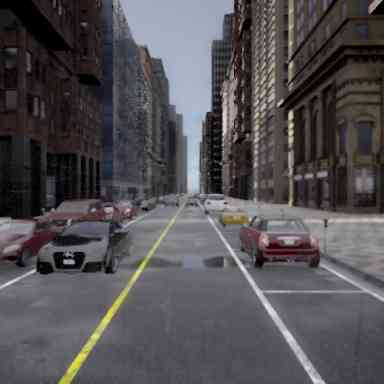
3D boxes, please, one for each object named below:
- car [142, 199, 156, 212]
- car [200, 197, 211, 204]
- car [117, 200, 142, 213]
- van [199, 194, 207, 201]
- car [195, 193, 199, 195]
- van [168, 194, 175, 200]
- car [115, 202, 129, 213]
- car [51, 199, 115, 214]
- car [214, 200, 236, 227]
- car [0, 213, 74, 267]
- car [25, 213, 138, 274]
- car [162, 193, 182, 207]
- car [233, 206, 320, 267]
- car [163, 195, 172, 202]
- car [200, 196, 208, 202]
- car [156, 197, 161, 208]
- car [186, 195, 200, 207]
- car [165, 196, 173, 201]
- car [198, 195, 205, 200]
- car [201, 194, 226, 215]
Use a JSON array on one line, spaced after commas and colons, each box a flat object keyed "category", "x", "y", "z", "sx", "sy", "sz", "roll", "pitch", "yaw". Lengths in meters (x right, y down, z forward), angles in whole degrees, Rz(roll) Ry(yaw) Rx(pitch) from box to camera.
[{"category": "car", "x": -5.774, "y": 1.587, "z": 39.361, "sx": 1.947, "sy": 1.339, "sz": 4.313, "roll": 0, "pitch": 0, "yaw": 0}, {"category": "car", "x": 2.744, "y": 1.615, "z": 67.385, "sx": 1.947, "sy": 1.339, "sz": 4.313, "roll": 0, "pitch": 0, "yaw": 0}, {"category": "car", "x": -5.772, "y": 1.453, "z": 28.157, "sx": 1.967, "sy": 1.590, "sz": 4.097, "roll": 0, "pitch": 0, "yaw": 0}, {"category": "van", "x": 2.739, "y": 1.409, "z": 84.190, "sx": 1.690, "sy": 1.788, "sz": 3.998, "roll": 0, "pitch": 0, "yaw": 0}, {"category": "car", "x": -0.017, "y": 1.404, "z": 72.622, "sx": 1.837, "sy": 1.490, "sz": 4.892, "roll": 0, "pitch": 0, "yaw": 0}, {"category": "van", "x": -5.788, "y": 1.422, "z": 95.383, "sx": 1.690, "sy": 1.788, "sz": 3.998, "roll": 0, "pitch": 0, "yaw": 0}, {"category": "car", "x": -5.770, "y": 1.592, "z": 22.555, "sx": 1.802, "sy": 1.307, "sz": 4.206, "roll": 0, "pitch": 0, "yaw": 0}, {"category": "car", "x": -5.770, "y": 1.322, "z": 16.953, "sx": 2.192, "sy": 1.841, "sz": 5.009, "roll": 0, "pitch": 0, "yaw": 0}, {"category": "car", "x": 2.754, "y": 1.535, "z": 22.742, "sx": 1.752, "sy": 1.417, "sz": 4.829, "roll": 0, "pitch": 0, "yaw": 0}, {"category": "car", "x": -5.768, "y": 1.587, "z": 11.351, "sx": 1.802, "sy": 1.307, "sz": 4.206, "roll": 0, "pitch": 0, "yaw": 0}, {"category": "car", "x": -3.102, "y": 1.568, "z": 10.377, "sx": 1.994, "sy": 1.385, "sz": 4.181, "roll": 0, "pitch": 0, "yaw": 0}, {"category": "car", "x": -3.088, "y": 1.385, "z": 51.612, "sx": 2.097, "sy": 1.767, "sz": 4.553, "roll": 0, "pitch": 0, "yaw": 0}, {"category": "car", "x": 2.757, "y": 1.445, "z": 11.367, "sx": 1.967, "sy": 1.590, "sz": 4.097, "roll": 0, "pitch": 0, "yaw": 0}, {"category": "car", "x": -5.784, "y": 1.502, "z": 78.576, "sx": 1.967, "sy": 1.590, "sz": 4.097, "roll": 0, "pitch": 0, "yaw": 0}, {"category": "car", "x": 2.742, "y": 1.644, "z": 78.588, "sx": 1.802, "sy": 1.307, "sz": 4.206, "roll": 0, "pitch": 0, "yaw": 0}, {"category": "car", "x": -5.776, "y": 1.591, "z": 44.963, "sx": 1.947, "sy": 1.339, "sz": 4.313, "roll": 0, "pitch": 0, "yaw": 0}, {"category": "car", "x": -0.011, "y": 1.579, "z": 51.371, "sx": 2.033, "sy": 1.411, "sz": 5.357, "roll": 0, "pitch": 0, "yaw": 0}, {"category": "car", "x": -5.785, "y": 1.613, "z": 84.178, "sx": 1.887, "sy": 1.381, "sz": 4.507, "roll": 0, "pitch": 0, "yaw": 0}, {"category": "car", "x": 2.737, "y": 1.626, "z": 95.393, "sx": 1.887, "sy": 1.381, "sz": 4.507, "roll": 0, "pitch": 0, "yaw": 0}, {"category": "car", "x": 2.386, "y": 1.237, "z": 34.141, "sx": 2.150, "sy": 2.045, "sz": 5.566, "roll": 0, "pitch": 0, "yaw": 0}]
